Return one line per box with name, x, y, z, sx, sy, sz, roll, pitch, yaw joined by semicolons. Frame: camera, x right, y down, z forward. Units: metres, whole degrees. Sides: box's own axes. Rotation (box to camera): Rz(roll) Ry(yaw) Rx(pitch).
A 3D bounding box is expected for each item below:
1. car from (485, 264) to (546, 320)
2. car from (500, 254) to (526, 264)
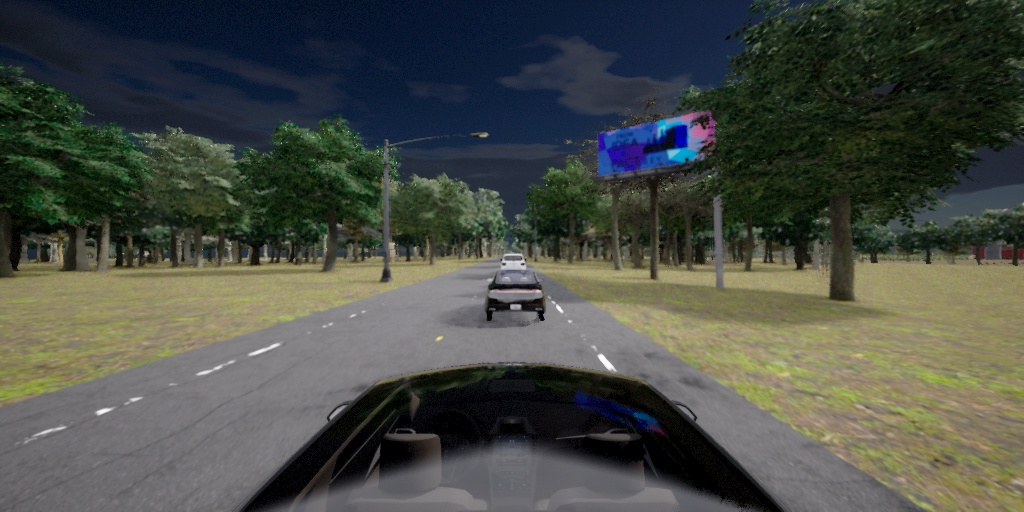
car;0.106;1.209;12.504;2.128;1.511;4.902;0;0;0
car;0.120;0.823;32.654;2.150;2.045;5.566;0;0;0
